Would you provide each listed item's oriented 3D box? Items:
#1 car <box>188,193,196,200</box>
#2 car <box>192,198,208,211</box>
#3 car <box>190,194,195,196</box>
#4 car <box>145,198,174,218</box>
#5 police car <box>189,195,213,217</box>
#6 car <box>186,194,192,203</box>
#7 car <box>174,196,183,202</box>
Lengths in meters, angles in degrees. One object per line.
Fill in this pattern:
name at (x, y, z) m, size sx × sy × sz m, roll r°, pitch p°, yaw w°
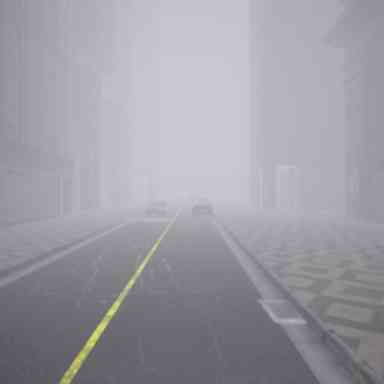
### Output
car at (0.004, 1.126, 82.054) m, size 1.882 × 1.535 × 5.008 m, roll 0°, pitch 0°, yaw 0°
car at (0.903, 1.460, 40.459) m, size 1.812 × 1.442 × 4.674 m, roll 0°, pitch 0°, yaw 0°
car at (0.902, 1.424, 46.460) m, size 1.837 × 1.490 × 4.892 m, roll 0°, pitch 0°, yaw 0°
car at (-3.098, 1.506, 30.439) m, size 2.033 × 1.411 × 5.357 m, roll 0°, pitch 0°, yaw 0°
police car at (0.902, 1.383, 30.568) m, size 1.930 × 1.638 × 5.238 m, roll 0°, pitch 0°, yaw 0°
car at (0.003, 1.397, 65.523) m, size 1.812 × 1.442 × 4.674 m, roll 0°, pitch 0°, yaw 0°
car at (-2.996, 1.438, 71.287) m, size 1.895 × 1.301 × 4.718 m, roll 0°, pitch 0°, yaw 0°
